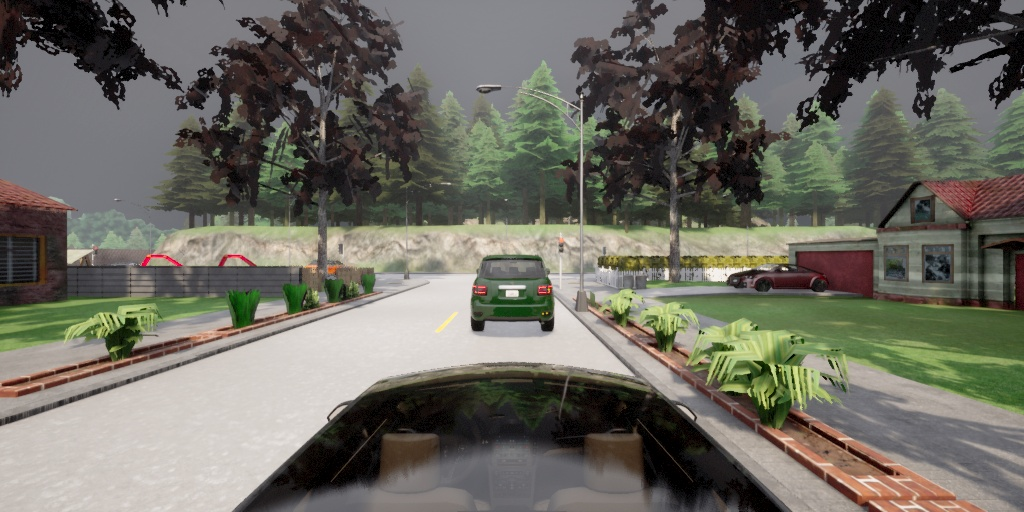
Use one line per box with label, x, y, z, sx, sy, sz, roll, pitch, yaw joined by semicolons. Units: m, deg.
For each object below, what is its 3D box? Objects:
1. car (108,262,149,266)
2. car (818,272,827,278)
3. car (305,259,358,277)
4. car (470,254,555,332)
car;-35.628;1.276;33.614;4.674;1.442;1.812;0;0;0
car;36.096;0.971;37.686;5.566;2.045;2.150;0;0;0
car;-16.754;1.102;33.570;4.553;1.767;2.097;0;0;0
car;0.031;0.971;11.067;2.150;2.045;5.566;0;0;1
